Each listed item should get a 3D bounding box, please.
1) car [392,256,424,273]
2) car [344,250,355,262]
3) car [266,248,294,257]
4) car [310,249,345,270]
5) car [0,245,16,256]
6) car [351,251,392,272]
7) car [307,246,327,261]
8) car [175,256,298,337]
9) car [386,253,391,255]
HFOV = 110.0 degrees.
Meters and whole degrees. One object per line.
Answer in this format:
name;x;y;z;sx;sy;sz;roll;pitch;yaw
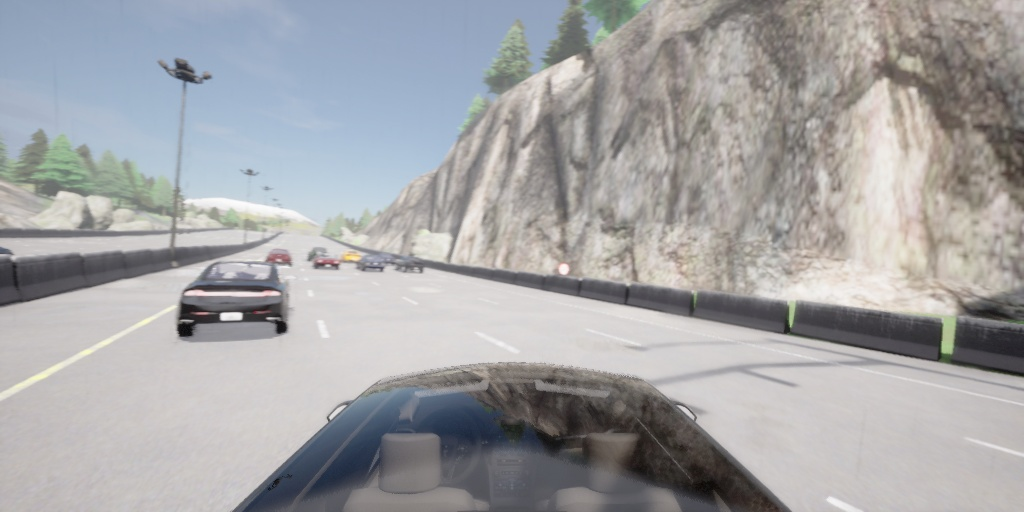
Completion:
car;-9.776;0.767;34.117;1.837;1.490;4.892;4;0;-31
car;-19.520;0.013;43.468;1.882;1.535;5.008;4;1;-31
car;-19.611;0.082;30.307;1.812;1.442;4.674;4;0;-31
car;-15.987;0.418;30.874;1.895;1.301;4.718;4;0;-31
car;-22.365;-0.099;14.293;1.994;1.385;4.181;4;0;-32
car;-12.750;0.596;32.279;2.033;1.411;5.357;4;0;-31
car;-22.113;-0.296;41.013;2.097;1.767;4.553;4;0;-31
car;-6.522;0.872;8.818;2.128;1.511;4.902;4;-1;-31
car;-15.651;0.369;43.792;2.033;1.411;5.357;4;0;-31
